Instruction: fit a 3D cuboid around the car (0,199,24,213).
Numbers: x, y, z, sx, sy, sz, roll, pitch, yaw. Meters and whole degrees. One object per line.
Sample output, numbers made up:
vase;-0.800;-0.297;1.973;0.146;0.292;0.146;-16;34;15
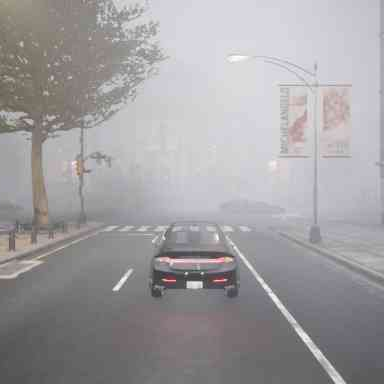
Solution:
car;-20.556;1.526;35.649;4.674;1.442;1.812;0;0;0

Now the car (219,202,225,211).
car;5.371;1.478;35.556;5.008;1.535;1.882;0;0;0

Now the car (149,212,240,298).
car;0.060;1.491;8.530;2.128;1.511;4.902;0;0;0

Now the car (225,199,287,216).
car;6.241;1.547;32.057;5.357;1.411;2.033;0;0;0
